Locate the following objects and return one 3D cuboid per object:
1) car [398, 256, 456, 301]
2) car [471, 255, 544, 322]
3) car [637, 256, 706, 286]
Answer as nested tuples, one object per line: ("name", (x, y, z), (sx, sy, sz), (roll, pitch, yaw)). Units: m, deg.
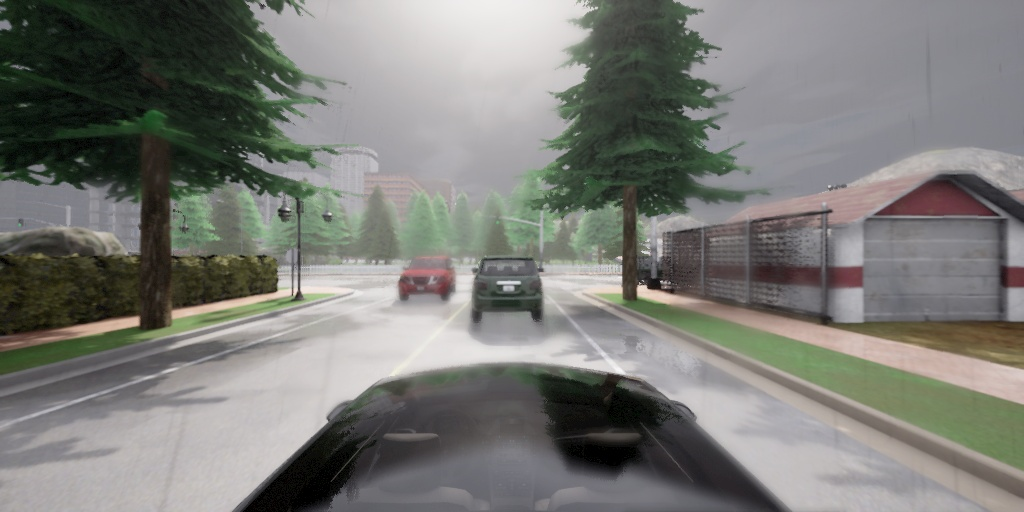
("car", (-4.033, 1.017, 17.920), (2.150, 2.045, 5.566), (0, 0, -4))
("car", (-0.207, 0.985, 12.505), (2.150, 2.045, 5.566), (0, 0, -2))
("car", (10.811, 1.033, 25.720), (5.566, 2.045, 2.150), (0, 0, 1))
